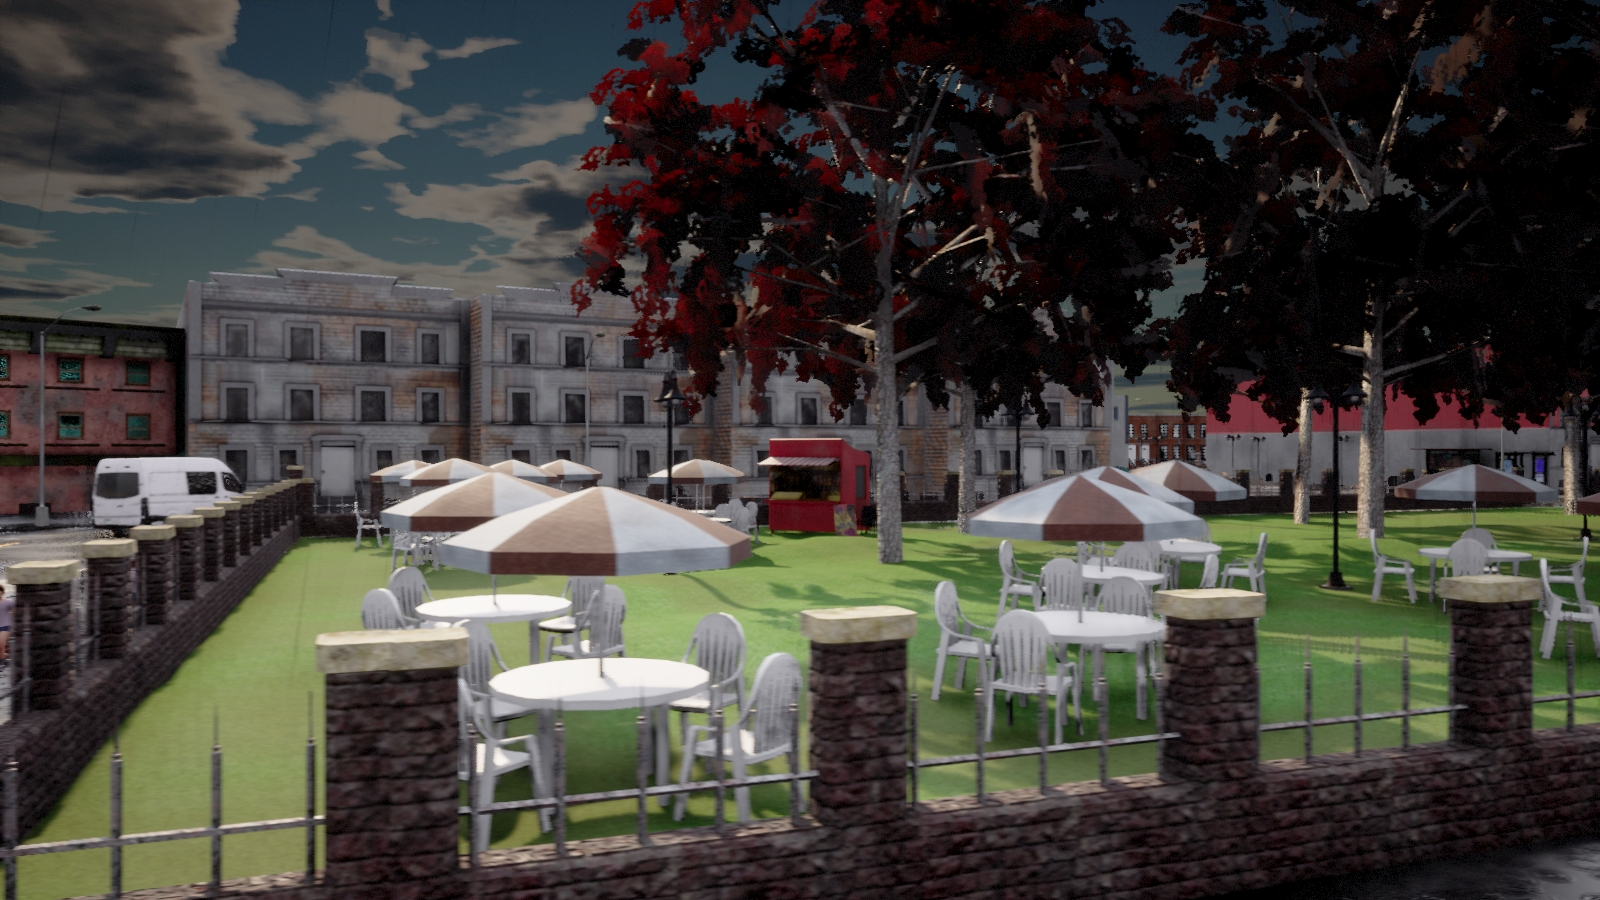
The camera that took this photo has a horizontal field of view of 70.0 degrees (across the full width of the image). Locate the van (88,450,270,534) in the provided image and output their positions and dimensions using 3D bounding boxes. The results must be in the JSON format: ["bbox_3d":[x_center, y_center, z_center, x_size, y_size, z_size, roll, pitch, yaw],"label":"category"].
[{"bbox_3d":[-20.538,1.315,38.169,1.988,2.561,5.915,-1,0,11],"label":"van"}]

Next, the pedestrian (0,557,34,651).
[{"bbox_3d":[-9.838,1.897,14.107,0.500,1.100,0.500,0,0,-15],"label":"pedestrian"}]

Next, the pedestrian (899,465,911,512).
[{"bbox_3d":[4.188,1.523,45.530,0.375,1.860,0.375,0,0,-10],"label":"pedestrian"}]

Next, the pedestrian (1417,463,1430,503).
[{"bbox_3d":[29.052,1.524,53.230,0.375,1.860,0.375,0,0,-20],"label":"pedestrian"}]
